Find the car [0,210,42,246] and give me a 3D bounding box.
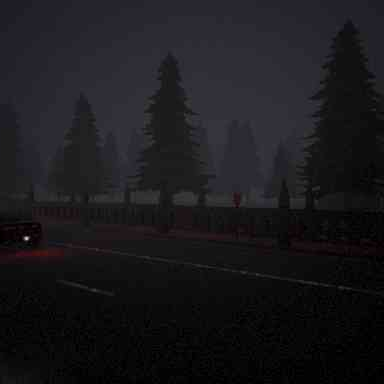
[{"bbox_3d":[-8.274,1.517,14.070,4.892,1.490,1.837,0,0,35],"label":"car"}]
